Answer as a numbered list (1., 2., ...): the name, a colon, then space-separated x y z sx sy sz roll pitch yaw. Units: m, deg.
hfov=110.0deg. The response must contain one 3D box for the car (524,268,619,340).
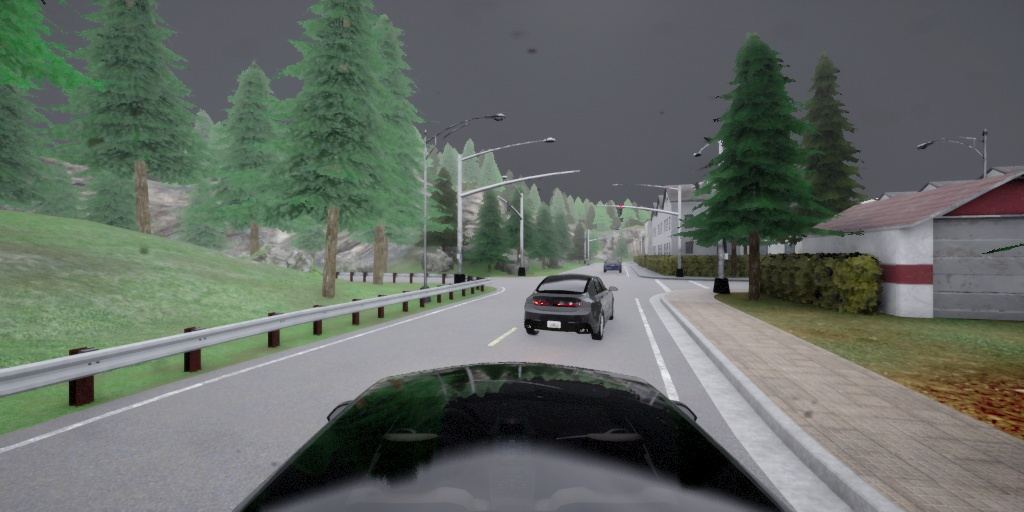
1. car: 1.785 1.255 10.130 1.837 1.490 4.892 0 0 21

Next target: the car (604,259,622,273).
1. car: 12.407 1.102 44.122 2.097 1.767 4.553 0 0 17
